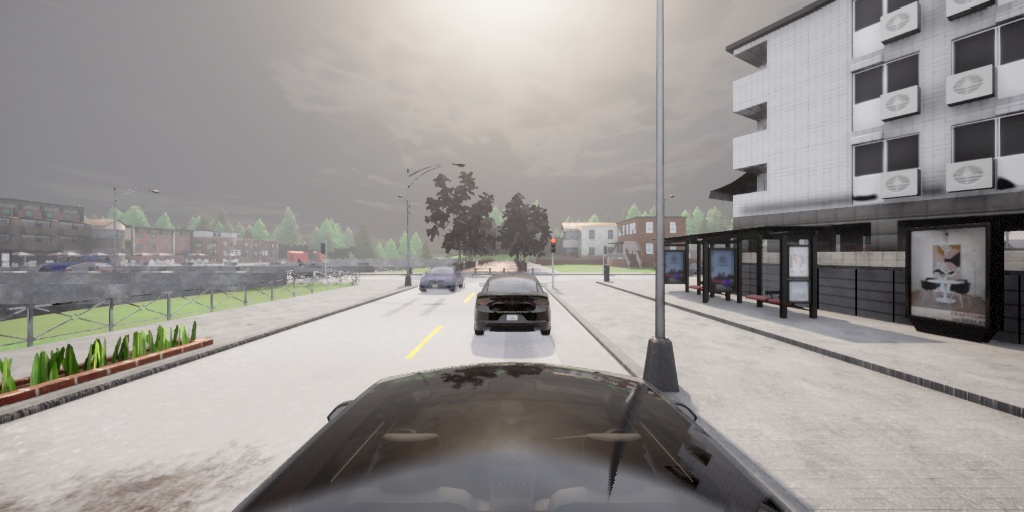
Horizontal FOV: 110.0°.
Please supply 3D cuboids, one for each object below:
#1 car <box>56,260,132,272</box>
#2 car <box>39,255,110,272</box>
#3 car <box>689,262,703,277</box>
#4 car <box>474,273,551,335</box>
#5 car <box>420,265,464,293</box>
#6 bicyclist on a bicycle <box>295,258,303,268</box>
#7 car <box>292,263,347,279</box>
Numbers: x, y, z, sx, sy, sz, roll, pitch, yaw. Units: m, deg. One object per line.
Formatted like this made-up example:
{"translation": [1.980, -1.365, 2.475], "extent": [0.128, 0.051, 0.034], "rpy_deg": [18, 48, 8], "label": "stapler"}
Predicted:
{"translation": [-35.926, 1.275, 31.156], "extent": [4.674, 1.442, 1.812], "rpy_deg": [0, 0, 0], "label": "car"}
{"translation": [-42.686, 0.971, 35.231], "extent": [5.566, 2.045, 2.150], "rpy_deg": [0, 0, 0], "label": "car"}
{"translation": [18.419, 1.314, 35.414], "extent": [4.181, 1.385, 1.994], "rpy_deg": [0, 0, 0], "label": "car"}
{"translation": [0.025, 1.228, 10.502], "extent": [1.882, 1.535, 5.008], "rpy_deg": [0, 0, 0], "label": "car"}
{"translation": [-3.904, 1.275, 20.731], "extent": [1.812, 1.442, 4.674], "rpy_deg": [0, 0, 1], "label": "car"}
{"translation": [-23.462, 1.099, 39.554], "extent": [0.582, 1.620, 1.656], "rpy_deg": [0, 0, 0], "label": "bicyclist on a bicycle"}
{"translation": [-16.670, 1.314, 31.166], "extent": [4.181, 1.385, 1.994], "rpy_deg": [0, 0, 0], "label": "car"}
